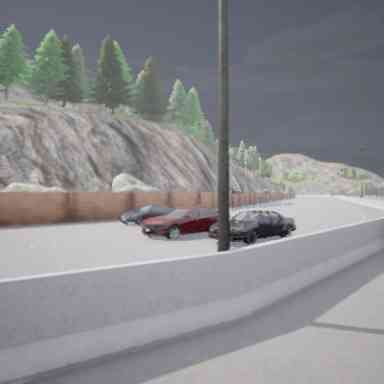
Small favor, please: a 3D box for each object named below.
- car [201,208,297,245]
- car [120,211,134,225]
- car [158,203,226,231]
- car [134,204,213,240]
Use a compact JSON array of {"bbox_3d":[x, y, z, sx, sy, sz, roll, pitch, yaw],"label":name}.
[{"bbox_3d":[3.162,1.624,16.295,5.357,1.411,2.033,0,0,-45],"label":"car"},{"bbox_3d":[-3.124,1.657,24.814,1.812,1.442,4.674,0,-1,43],"label":"car"},{"bbox_3d":[0.133,1.640,23.158,1.882,1.535,5.008,0,0,41],"label":"car"},{"bbox_3d":[-0.352,1.568,17.768,5.008,1.535,1.882,0,0,-44],"label":"car"}]
